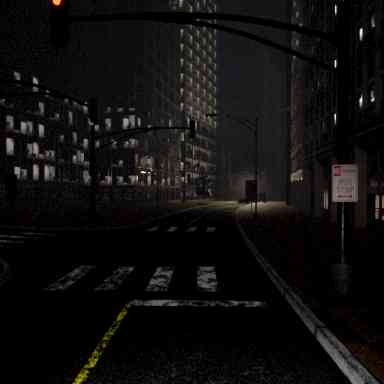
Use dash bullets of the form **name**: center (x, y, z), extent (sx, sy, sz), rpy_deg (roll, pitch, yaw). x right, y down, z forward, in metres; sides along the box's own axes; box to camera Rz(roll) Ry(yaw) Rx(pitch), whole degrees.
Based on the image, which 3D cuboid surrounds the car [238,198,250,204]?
- **car**: center (10.842, 1.864, 69.010), extent (1.895, 1.301, 4.718), rpy_deg (0, 0, 18)

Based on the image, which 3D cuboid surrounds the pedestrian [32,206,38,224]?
- **pedestrian**: center (-9.392, 1.345, 19.878), extent (0.500, 1.100, 0.500), rpy_deg (0, 0, 17)
